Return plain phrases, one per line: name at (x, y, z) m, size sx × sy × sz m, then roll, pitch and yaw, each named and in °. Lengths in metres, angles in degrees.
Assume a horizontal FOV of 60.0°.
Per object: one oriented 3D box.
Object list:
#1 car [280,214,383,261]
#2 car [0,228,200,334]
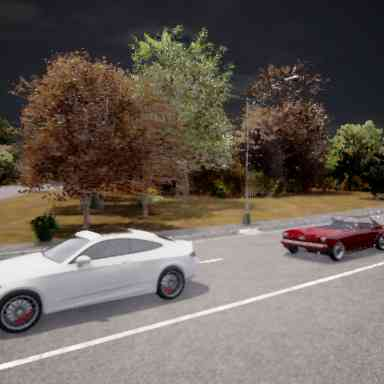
car at (5.389, 1.521, 12.119) m, size 4.718 × 1.301 × 1.895 m, roll -1°, pitch 1°, yaw -35°
car at (-1.974, 1.525, 6.890) m, size 4.674 × 1.442 × 1.812 m, roll 0°, pitch 0°, yaw -35°
